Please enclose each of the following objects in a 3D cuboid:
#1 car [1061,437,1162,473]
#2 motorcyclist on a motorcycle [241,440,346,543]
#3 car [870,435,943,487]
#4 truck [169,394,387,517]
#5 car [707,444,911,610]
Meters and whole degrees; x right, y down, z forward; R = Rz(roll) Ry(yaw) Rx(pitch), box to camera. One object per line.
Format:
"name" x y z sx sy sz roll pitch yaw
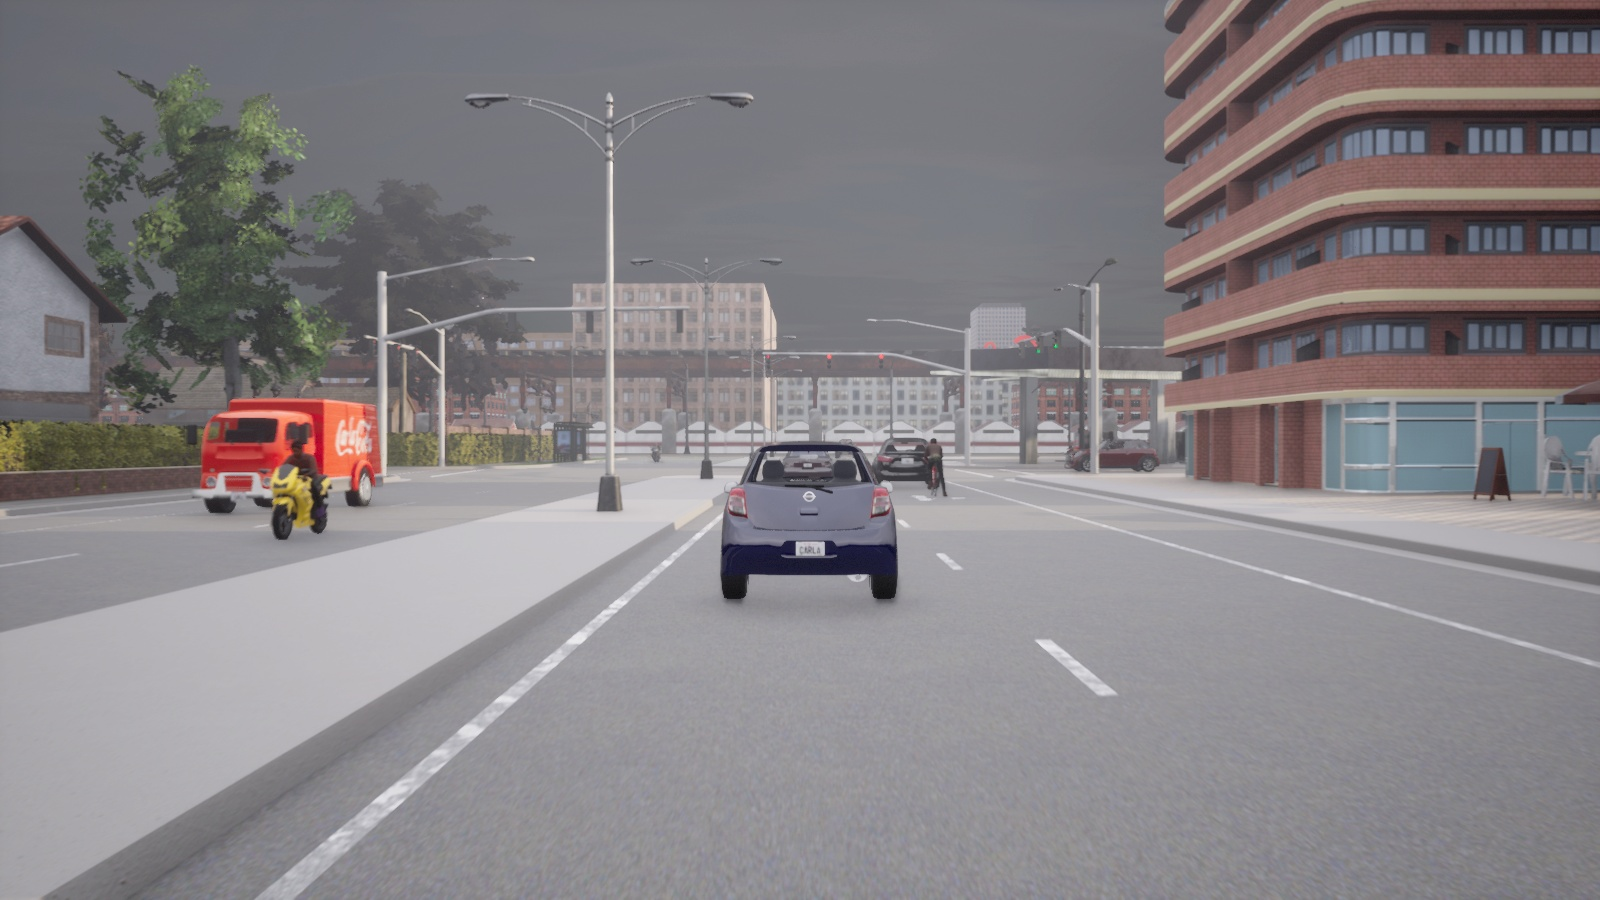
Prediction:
"car" 15.724 0.254 63.468 4.553 1.767 2.097 0 0 -1
"motorcyclist on a motorcycle" -7.873 0.610 19.627 0.797 1.523 2.044 0 0 0
"car" 3.604 0.346 43.154 2.242 1.667 4.611 0 0 2
"truck" -11.326 0.091 27.793 2.627 2.467 5.204 0 0 0
"car" 0.090 0.685 13.145 1.845 1.501 3.633 0 0 0
